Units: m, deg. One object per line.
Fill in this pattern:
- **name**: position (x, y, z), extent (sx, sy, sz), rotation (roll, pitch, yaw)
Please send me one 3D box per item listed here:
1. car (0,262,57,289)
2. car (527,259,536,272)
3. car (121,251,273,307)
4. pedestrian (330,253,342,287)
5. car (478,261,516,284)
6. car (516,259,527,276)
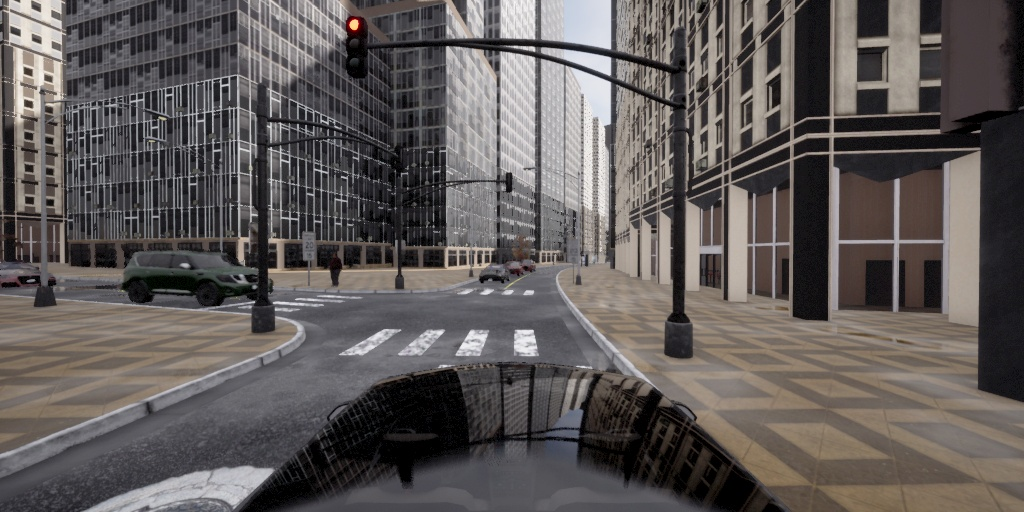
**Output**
- **car**: position (-25.094, 0.992, 17.812), extent (4.181, 1.385, 1.994), rotation (1, 1, 16)
- **car**: position (1.878, 1.220, 47.533), extent (2.097, 1.767, 4.553), rotation (0, 0, 11)
- **car**: position (-12.635, 0.826, 14.452), extent (5.566, 2.045, 2.150), rotation (1, 1, 11)
- **pedestrian**: position (-9.580, 0.716, 19.426), extent (0.375, 1.860, 0.375), rotation (0, 0, 16)
- **car**: position (-1.224, 1.331, 28.096), extent (2.033, 1.411, 5.357), rotation (0, 0, 7)
- **car**: position (0.127, 1.297, 37.804), extent (1.882, 1.535, 5.008), rotation (0, 0, 9)
